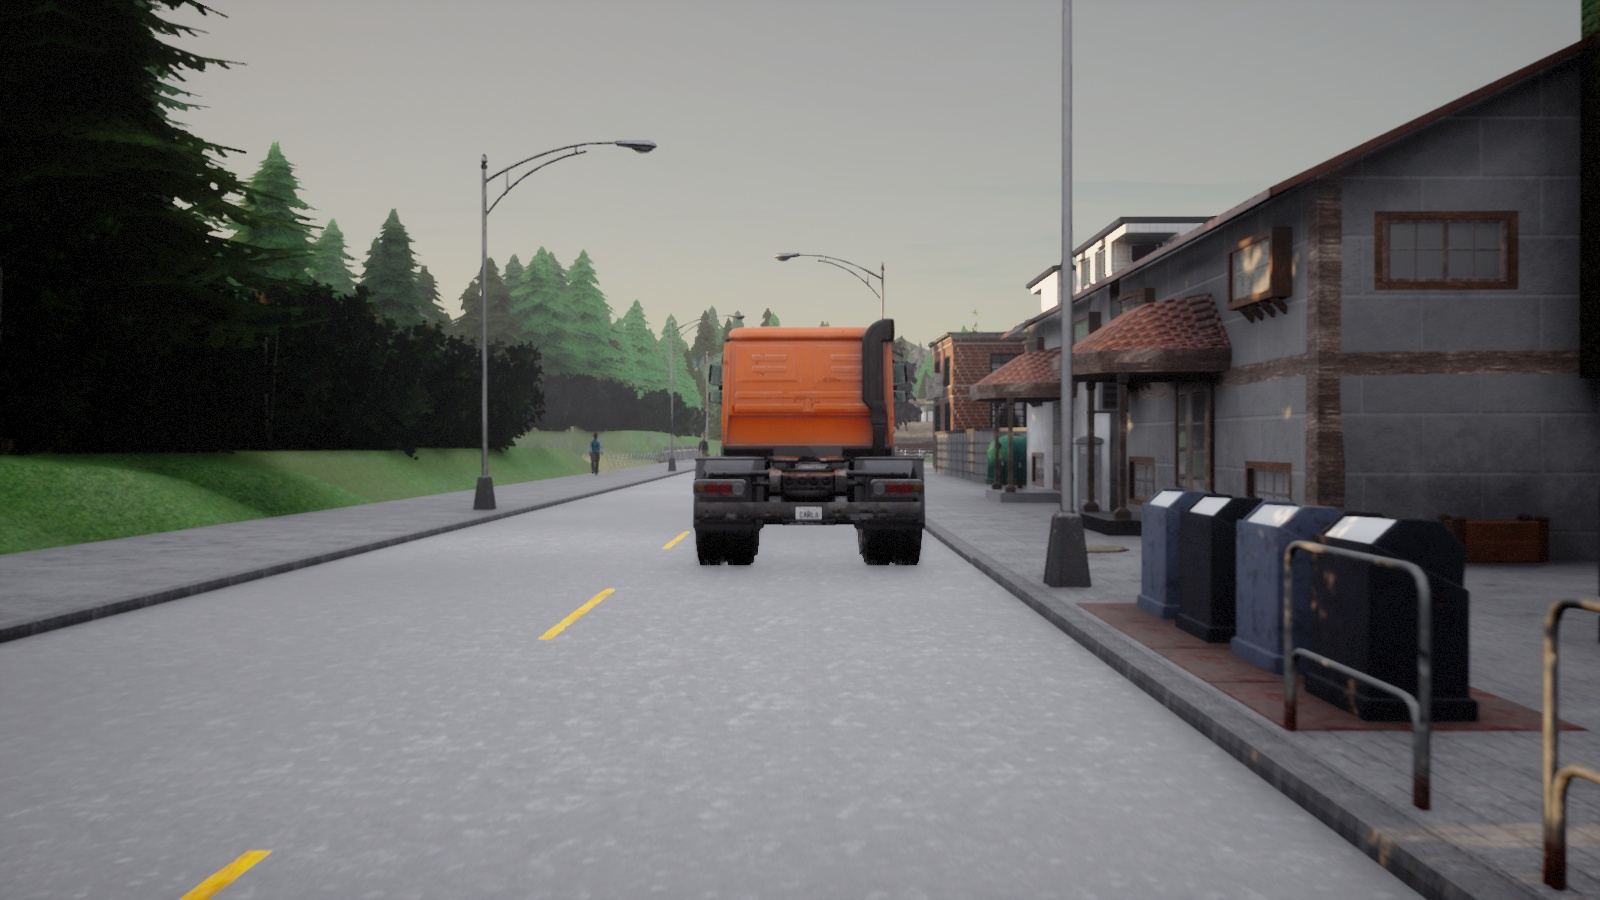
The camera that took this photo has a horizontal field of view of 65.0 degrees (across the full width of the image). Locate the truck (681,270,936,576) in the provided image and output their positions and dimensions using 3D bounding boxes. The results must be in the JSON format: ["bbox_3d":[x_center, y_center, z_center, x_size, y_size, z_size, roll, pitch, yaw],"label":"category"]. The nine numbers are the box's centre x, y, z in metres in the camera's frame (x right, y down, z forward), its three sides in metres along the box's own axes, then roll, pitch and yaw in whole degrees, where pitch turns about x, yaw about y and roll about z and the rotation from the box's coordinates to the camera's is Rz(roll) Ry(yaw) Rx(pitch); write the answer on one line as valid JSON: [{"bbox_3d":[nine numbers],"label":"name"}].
[{"bbox_3d":[0.118,-0.330,18.192,2.891,3.462,7.936,0,0,0],"label":"truck"}]

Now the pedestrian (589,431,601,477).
[{"bbox_3d":[-8.657,0.172,52.923,0.396,1.930,0.692,0,0,0],"label":"pedestrian"}]
